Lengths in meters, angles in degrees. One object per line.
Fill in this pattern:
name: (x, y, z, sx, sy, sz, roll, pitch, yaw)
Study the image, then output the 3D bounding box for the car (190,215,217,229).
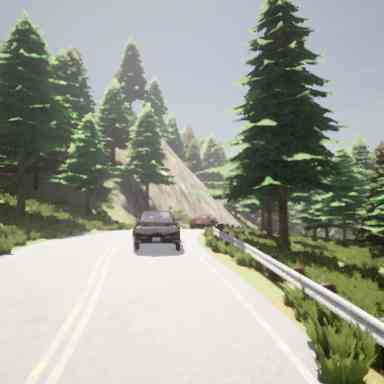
car: (1.339, 2.835, 31.146, 1.994, 1.385, 4.181, -2, -7, 22)

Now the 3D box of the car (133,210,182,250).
car: (-1.456, 1.552, 14.438, 2.128, 1.511, 4.902, 0, -1, -4)
